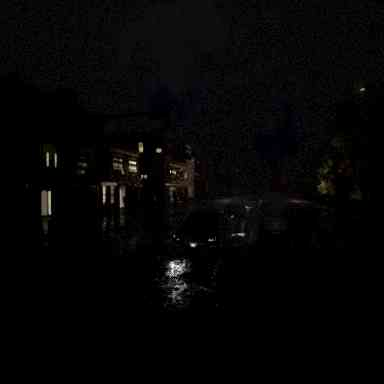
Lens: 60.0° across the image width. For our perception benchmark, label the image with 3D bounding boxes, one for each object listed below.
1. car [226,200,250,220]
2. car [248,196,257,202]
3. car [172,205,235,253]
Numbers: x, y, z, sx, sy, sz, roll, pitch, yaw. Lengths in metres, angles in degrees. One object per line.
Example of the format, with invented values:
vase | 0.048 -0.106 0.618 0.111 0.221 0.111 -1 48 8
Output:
car | 3.647 1.599 28.357 1.895 1.301 4.718 0 0 12
car | 13.401 1.477 73.337 1.895 1.301 4.718 0 0 12
car | 0.546 1.575 14.070 1.837 1.490 4.892 0 1 12
